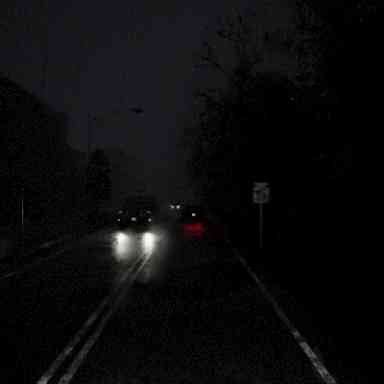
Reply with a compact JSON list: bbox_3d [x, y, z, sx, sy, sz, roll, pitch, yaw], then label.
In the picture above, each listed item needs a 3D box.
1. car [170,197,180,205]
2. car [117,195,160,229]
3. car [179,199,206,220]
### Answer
[{"bbox_3d":[-3.124,1.728,63.428,2.128,1.511,4.902,0,0,1],"label":"car"},{"bbox_3d":[-3.332,1.191,21.797,2.150,2.045,5.566,0,0,0],"label":"car"},{"bbox_3d":[0.132,1.505,27.965,1.837,1.490,4.892,0,0,0],"label":"car"}]
